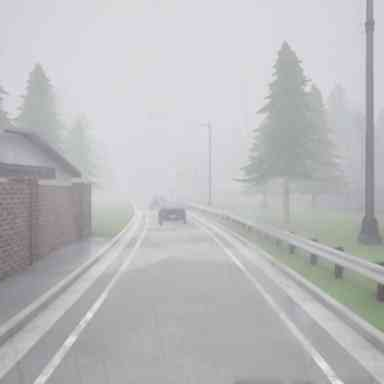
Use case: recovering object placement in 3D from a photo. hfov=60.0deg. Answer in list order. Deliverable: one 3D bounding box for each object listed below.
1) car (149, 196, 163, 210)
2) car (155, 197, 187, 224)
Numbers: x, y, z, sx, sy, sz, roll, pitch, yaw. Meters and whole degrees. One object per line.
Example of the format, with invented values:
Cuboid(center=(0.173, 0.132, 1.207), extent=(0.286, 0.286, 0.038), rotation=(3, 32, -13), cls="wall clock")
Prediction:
Cuboid(center=(-4.354, 1.276, 42.496), extent=(2.097, 1.767, 4.553), rotation=(0, 0, -10), cls="car")
Cuboid(center=(-1.511, 1.433, 24.306), extent=(1.882, 1.535, 5.008), rotation=(0, 0, -7), cls="car")
